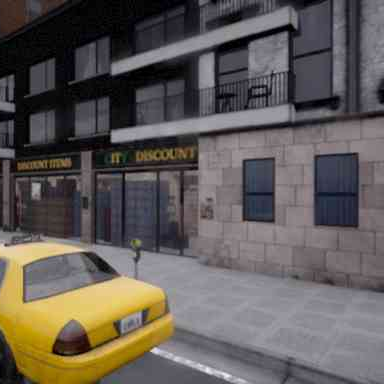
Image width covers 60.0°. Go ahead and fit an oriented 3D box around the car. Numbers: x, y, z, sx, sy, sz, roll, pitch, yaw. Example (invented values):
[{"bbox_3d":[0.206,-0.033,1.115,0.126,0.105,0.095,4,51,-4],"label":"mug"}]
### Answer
[{"bbox_3d":[-2.776,1.437,5.239,5.366,1.575,1.801,0,0,35],"label":"car"}]
